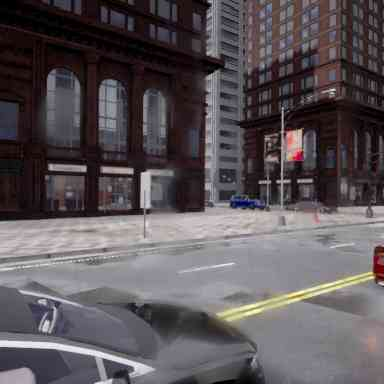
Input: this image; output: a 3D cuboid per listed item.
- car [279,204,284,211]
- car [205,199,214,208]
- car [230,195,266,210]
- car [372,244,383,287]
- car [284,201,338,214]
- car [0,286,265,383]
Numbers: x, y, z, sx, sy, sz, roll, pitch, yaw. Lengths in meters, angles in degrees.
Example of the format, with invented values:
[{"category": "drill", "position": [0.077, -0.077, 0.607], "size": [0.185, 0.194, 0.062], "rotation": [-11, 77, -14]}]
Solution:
[{"category": "car", "position": [13.344, 1.800, 42.736], "size": [1.994, 1.385, 4.181], "rotation": [1, -1, -35]}, {"category": "car", "position": [1.705, 1.834, 53.600], "size": [1.994, 1.385, 4.181], "rotation": [1, -1, -35]}, {"category": "car", "position": [7.523, 1.445, 45.407], "size": [2.150, 2.045, 5.566], "rotation": [1, -1, -35]}, {"category": "car", "position": [6.270, 1.489, 7.905], "size": [5.008, 1.535, 1.882], "rotation": [0, 0, -35]}, {"category": "car", "position": [13.401, 1.725, 37.129], "size": [2.033, 1.411, 5.357], "rotation": [1, -1, -35]}, {"category": "car", "position": [-1.559, 1.492, 2.334], "size": [4.902, 1.511, 2.128], "rotation": [0, 0, -35]}]
